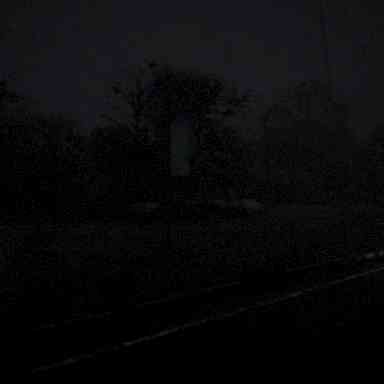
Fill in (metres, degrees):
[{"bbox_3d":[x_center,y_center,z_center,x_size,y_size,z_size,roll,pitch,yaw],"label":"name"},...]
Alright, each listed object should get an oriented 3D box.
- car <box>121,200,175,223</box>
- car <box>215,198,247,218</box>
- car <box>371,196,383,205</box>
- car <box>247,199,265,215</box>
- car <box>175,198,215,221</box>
[{"bbox_3d":[-3.507,1.389,24.040,2.002,1.452,4.674,-1,0,-35],"label":"car"},{"bbox_3d":[1.821,1.289,27.848,2.097,1.535,5.008,-1,0,-35],"label":"car"},{"bbox_3d":[27.589,1.007,46.196,2.097,1.535,5.008,-1,0,-35],"label":"car"},{"bbox_3d":[4.391,1.300,29.669,2.002,1.452,4.674,-1,0,-35],"label":"car"},{"bbox_3d":[-0.838,1.320,25.939,2.231,1.521,4.892,-1,0,-35],"label":"car"}]
